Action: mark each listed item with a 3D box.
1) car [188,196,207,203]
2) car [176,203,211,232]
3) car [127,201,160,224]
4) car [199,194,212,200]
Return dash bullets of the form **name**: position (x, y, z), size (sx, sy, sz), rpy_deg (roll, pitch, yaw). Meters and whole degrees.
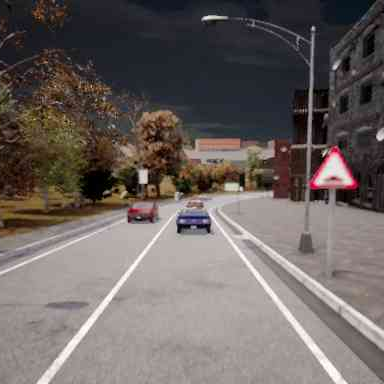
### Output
- **car**: position (0.495, 1.458, 37.540), size (1.812, 1.442, 4.674), rpy_deg (0, 0, 4)
- **car**: position (0.100, 1.565, 19.713), size (1.895, 1.301, 4.718), rpy_deg (0, 0, 0)
- **car**: position (-3.555, 1.433, 24.804), size (1.882, 1.535, 5.008), rpy_deg (0, 0, 1)
- **car**: position (2.371, 0.995, 64.802), size (1.895, 1.301, 4.718), rpy_deg (2, 2, 20)
